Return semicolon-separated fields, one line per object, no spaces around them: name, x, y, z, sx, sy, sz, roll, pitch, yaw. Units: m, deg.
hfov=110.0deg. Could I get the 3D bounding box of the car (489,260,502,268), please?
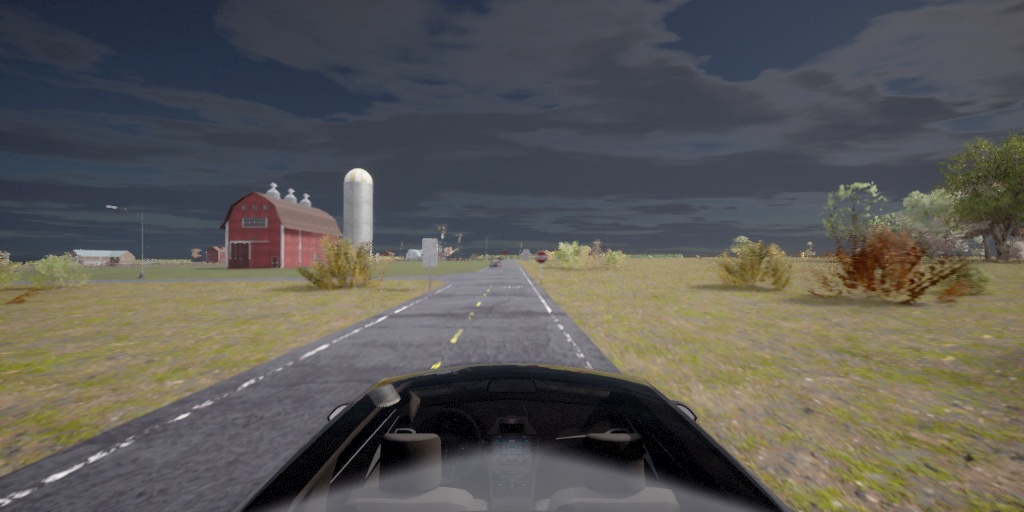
car;-2.764;1.344;60.219;1.994;1.385;4.181;0;0;0
